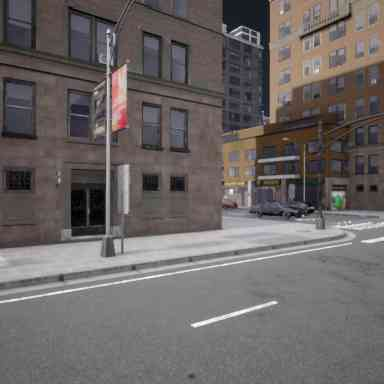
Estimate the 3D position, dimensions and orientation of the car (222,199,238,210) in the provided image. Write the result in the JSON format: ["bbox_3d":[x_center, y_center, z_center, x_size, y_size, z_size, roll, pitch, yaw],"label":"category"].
[{"bbox_3d":[4.182,1.594,43.311,1.802,1.307,4.206,0,0,-35],"label":"car"}]

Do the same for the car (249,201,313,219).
[{"bbox_3d":[7.433,1.541,29.184,2.033,1.411,5.357,0,0,-37],"label":"car"}]

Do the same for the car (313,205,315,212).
[{"bbox_3d":[10.549,1.580,34.313,1.947,1.339,4.313,0,0,-35],"label":"car"}]
